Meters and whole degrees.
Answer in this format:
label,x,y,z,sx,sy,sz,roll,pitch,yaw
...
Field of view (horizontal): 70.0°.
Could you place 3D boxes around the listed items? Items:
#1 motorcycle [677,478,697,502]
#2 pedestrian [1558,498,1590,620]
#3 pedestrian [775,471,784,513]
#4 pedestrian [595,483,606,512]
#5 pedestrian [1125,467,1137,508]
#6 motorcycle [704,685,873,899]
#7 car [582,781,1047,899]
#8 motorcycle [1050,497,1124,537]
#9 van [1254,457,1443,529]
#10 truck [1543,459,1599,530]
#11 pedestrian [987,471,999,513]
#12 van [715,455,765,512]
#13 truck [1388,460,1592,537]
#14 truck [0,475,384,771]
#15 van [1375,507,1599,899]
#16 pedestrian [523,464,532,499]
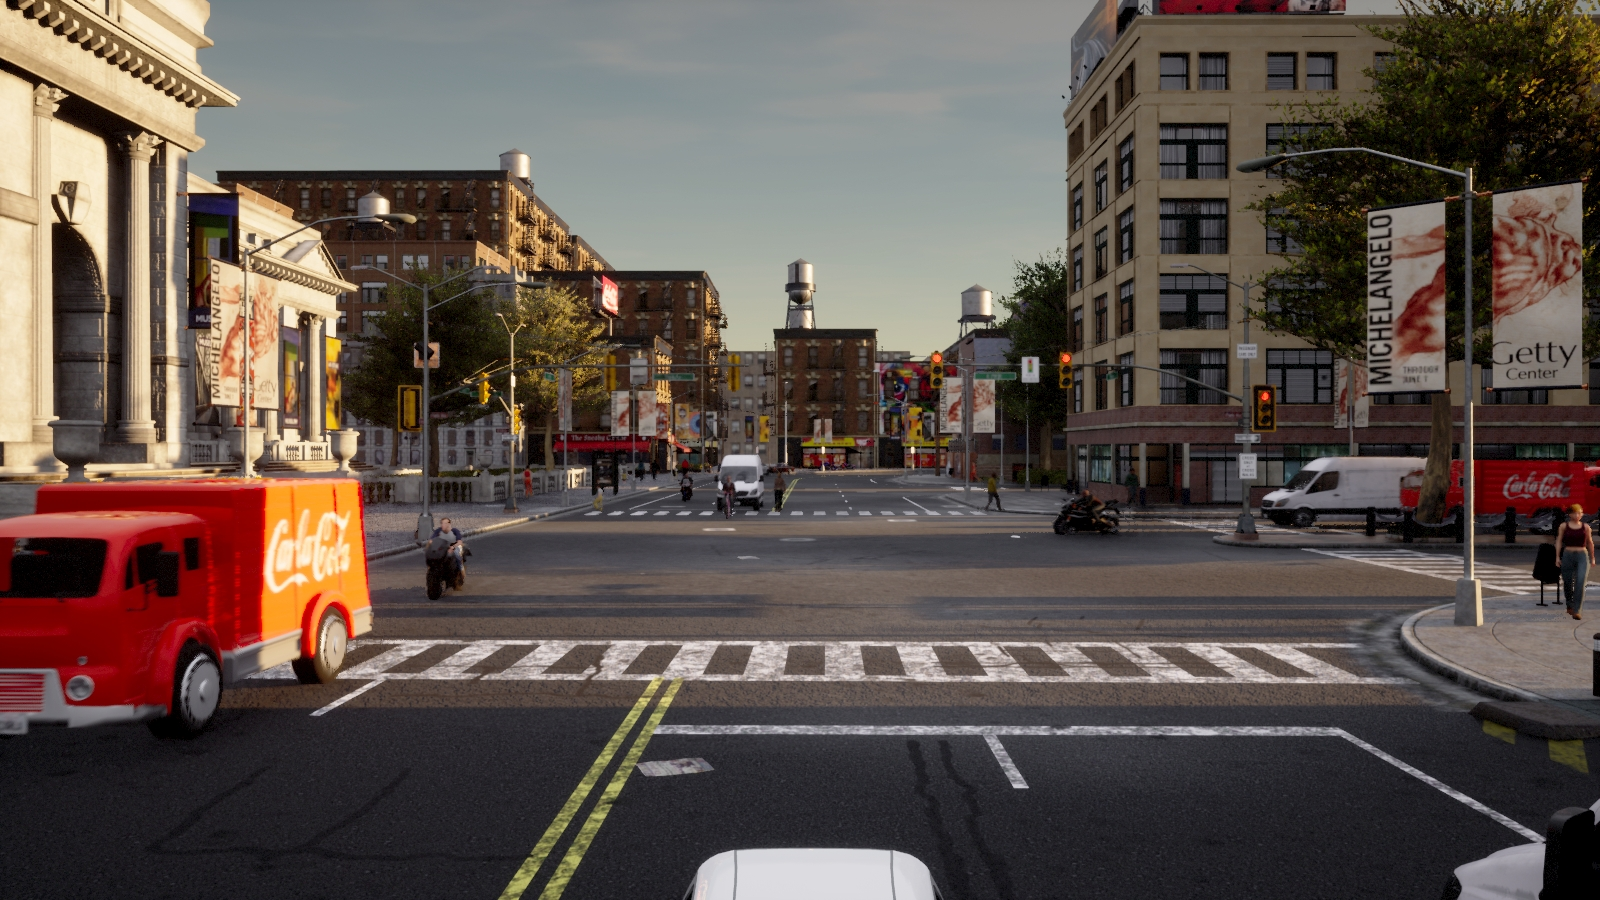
label,x,y,z,sx,sy,sz,roll,pitch,yaw
motorcycle,-6.217,2.205,62.895,0.867,1.251,2.209,0,0,1
pedestrian,12.135,1.696,17.917,0.375,1.860,0.375,0,0,30
pedestrian,-0.912,1.848,50.763,0.375,1.860,0.375,0,0,9
pedestrian,-8.987,2.128,51.496,0.375,1.300,0.375,0,0,16
pedestrian,14.999,1.696,51.743,0.375,1.860,0.375,0,0,-11
motorcycle,-0.047,2.182,6.691,0.856,1.236,1.805,0,0,1
car,0.047,2.120,3.817,1.481,1.376,2.207,0,0,0
motorcycle,9.441,2.205,37.618,2.209,1.251,0.867,0,1,-8
van,19.900,1.534,41.603,5.915,2.561,1.988,0,0,1
truck,30.441,1.567,41.507,5.204,2.467,2.627,0,0,1
pedestrian,8.595,1.849,50.814,0.375,1.860,0.375,0,0,-22
van,-2.815,1.532,54.795,1.988,2.561,5.915,0,0,1
truck,22.867,1.568,38.075,5.204,2.467,2.627,0,0,0
truck,-6.874,1.568,12.589,2.627,2.467,5.204,0,0,1
van,3.538,1.534,2.141,1.988,2.561,5.915,0,0,1
pedestrian,-14.723,1.697,61.735,0.375,1.860,0.375,0,0,0
